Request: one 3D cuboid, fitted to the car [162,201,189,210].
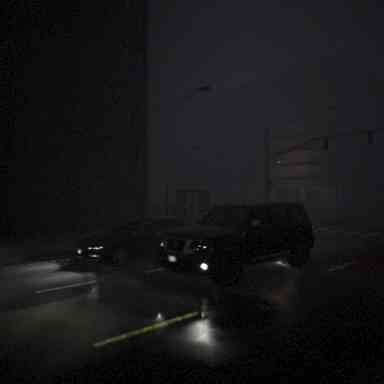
[{"bbox_3d":[-2.801,2.195,54.371,1.895,1.301,4.718,0,-1,-42],"label":"car"}]

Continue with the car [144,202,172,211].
[{"bbox_3d":[-5.391,2.180,52.017,1.895,1.301,4.718,0,-1,-42],"label":"car"}]

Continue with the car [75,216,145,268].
[{"bbox_3d":[-1.668,1.629,11.968,4.892,1.490,1.837,0,-1,-40],"label":"car"}]

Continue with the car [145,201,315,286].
[{"bbox_3d":[1.584,1.317,10.136,5.566,2.045,2.150,0,-1,-41],"label":"car"}]
